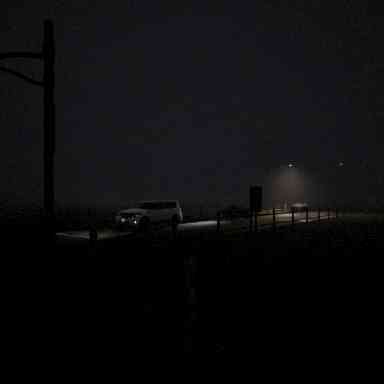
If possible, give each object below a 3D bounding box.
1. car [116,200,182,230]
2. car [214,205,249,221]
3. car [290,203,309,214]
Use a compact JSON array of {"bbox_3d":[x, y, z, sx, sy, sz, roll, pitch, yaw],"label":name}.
[{"bbox_3d":[-3.000,1.608,24.616,2.150,2.045,5.566,0,-1,36],"label":"car"},{"bbox_3d":[4.164,2.108,34.418,2.128,1.511,4.902,0,-1,36],"label":"car"},{"bbox_3d":[16.619,2.526,51.321,2.128,1.511,4.902,0,-1,36],"label":"car"}]
